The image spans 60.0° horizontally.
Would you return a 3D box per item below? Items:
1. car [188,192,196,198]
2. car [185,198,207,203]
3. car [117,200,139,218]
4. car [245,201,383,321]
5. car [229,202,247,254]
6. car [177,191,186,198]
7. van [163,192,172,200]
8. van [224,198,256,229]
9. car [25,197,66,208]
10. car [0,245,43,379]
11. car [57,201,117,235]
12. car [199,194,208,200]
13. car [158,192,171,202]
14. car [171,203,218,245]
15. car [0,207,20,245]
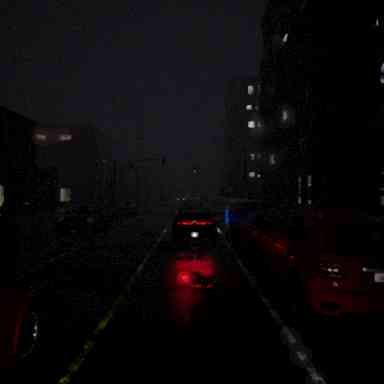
[{"bbox_3d":[0.007,1.027,91.020,1.994,1.385,4.181,0,0,0],"label":"car"},{"bbox_3d":[0.102,1.466,30.050,1.895,1.301,4.718,0,0,0],"label":"car"},{"bbox_3d":[-5.674,1.422,28.724,2.008,1.369,4.403,1,0,0],"label":"car"},{"bbox_3d":[2.709,1.283,7.087,2.192,1.841,5.009,1,0,0],"label":"car"},{"bbox_3d":[2.707,1.384,12.494,1.967,1.590,4.097,1,0,0],"label":"car"},{"bbox_3d":[-2.993,0.791,95.383,2.150,2.045,5.566,0,0,0],"label":"car"},{"bbox_3d":[-5.666,0.989,78.048,1.690,1.788,3.998,1,0,0],"label":"van"},{"bbox_3d":[2.709,1.261,17.901,1.690,1.788,3.998,1,0,0],"label":"van"},{"bbox_3d":[-19.296,1.415,43.980,4.507,1.381,1.887,0,0,1],"label":"car"},{"bbox_3d":[-3.099,1.550,3.020,1.994,1.385,4.181,0,0,0],"label":"car"},{"bbox_3d":[-5.672,1.360,17.910,1.967,1.590,4.097,1,0,0],"label":"car"},{"bbox_3d":[2.712,1.087,78.108,1.967,1.590,4.097,1,0,0],"label":"car"},{"bbox_3d":[-5.747,1.244,66.679,1.887,1.381,4.507,1,0,0],"label":"car"},{"bbox_3d":[0.101,1.432,15.130,1.837,1.490,4.892,0,-1,0],"label":"car"},{"bbox_3d":[-5.671,1.283,7.095,2.192,1.841,5.009,1,0,0],"label":"car"}]
